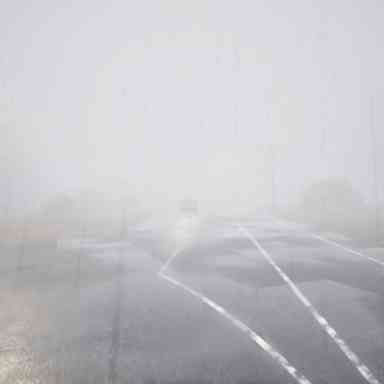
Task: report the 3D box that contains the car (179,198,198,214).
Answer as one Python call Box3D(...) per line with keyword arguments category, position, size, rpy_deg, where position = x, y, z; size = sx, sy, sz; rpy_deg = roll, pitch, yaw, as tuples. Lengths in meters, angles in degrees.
Box3D(category="car", position=(-0.363, 1.803, 43.679), size=(2.150, 2.045, 5.566), rpy_deg=(-1, -1, 4))
